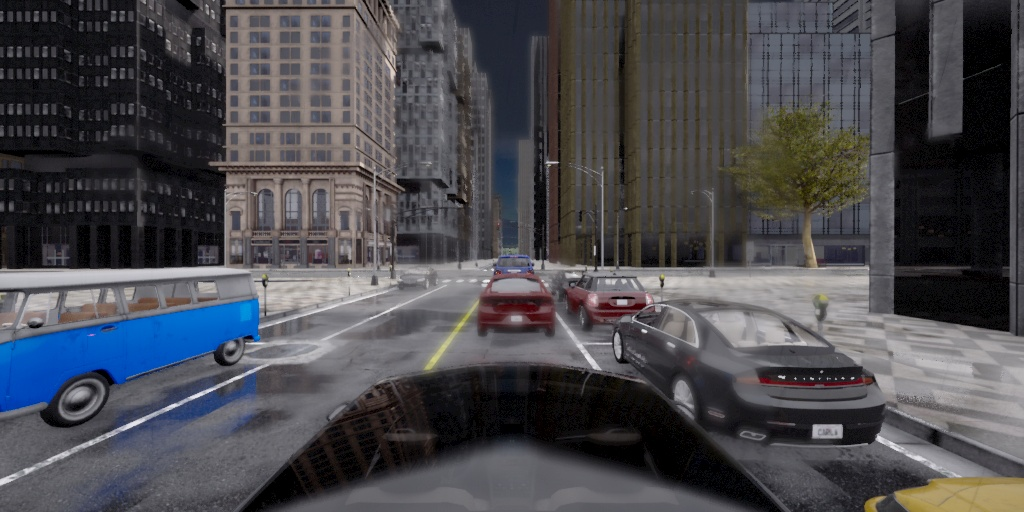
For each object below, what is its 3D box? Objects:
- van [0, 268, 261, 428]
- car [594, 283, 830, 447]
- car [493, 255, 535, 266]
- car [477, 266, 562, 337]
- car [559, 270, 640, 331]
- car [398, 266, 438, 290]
[{"bbox_3d":[-5.756,1.090,5.335,1.690,1.789,3.998,0,0,0],"label":"van"},{"bbox_3d":[2.769,1.300,5.323,2.007,1.370,4.403,0,0,0],"label":"car"},{"bbox_3d":[0.103,0.967,20.234,2.150,2.045,5.566,0,0,0],"label":"car"},{"bbox_3d":[0.106,1.226,10.350,1.882,1.535,5.008,0,0,0],"label":"car"},{"bbox_3d":[2.777,1.188,10.965,1.967,1.591,4.097,0,0,0],"label":"car"},{"bbox_3d":[-5.732,1.295,22.258,2.007,1.370,4.403,0,0,0],"label":"car"}]
